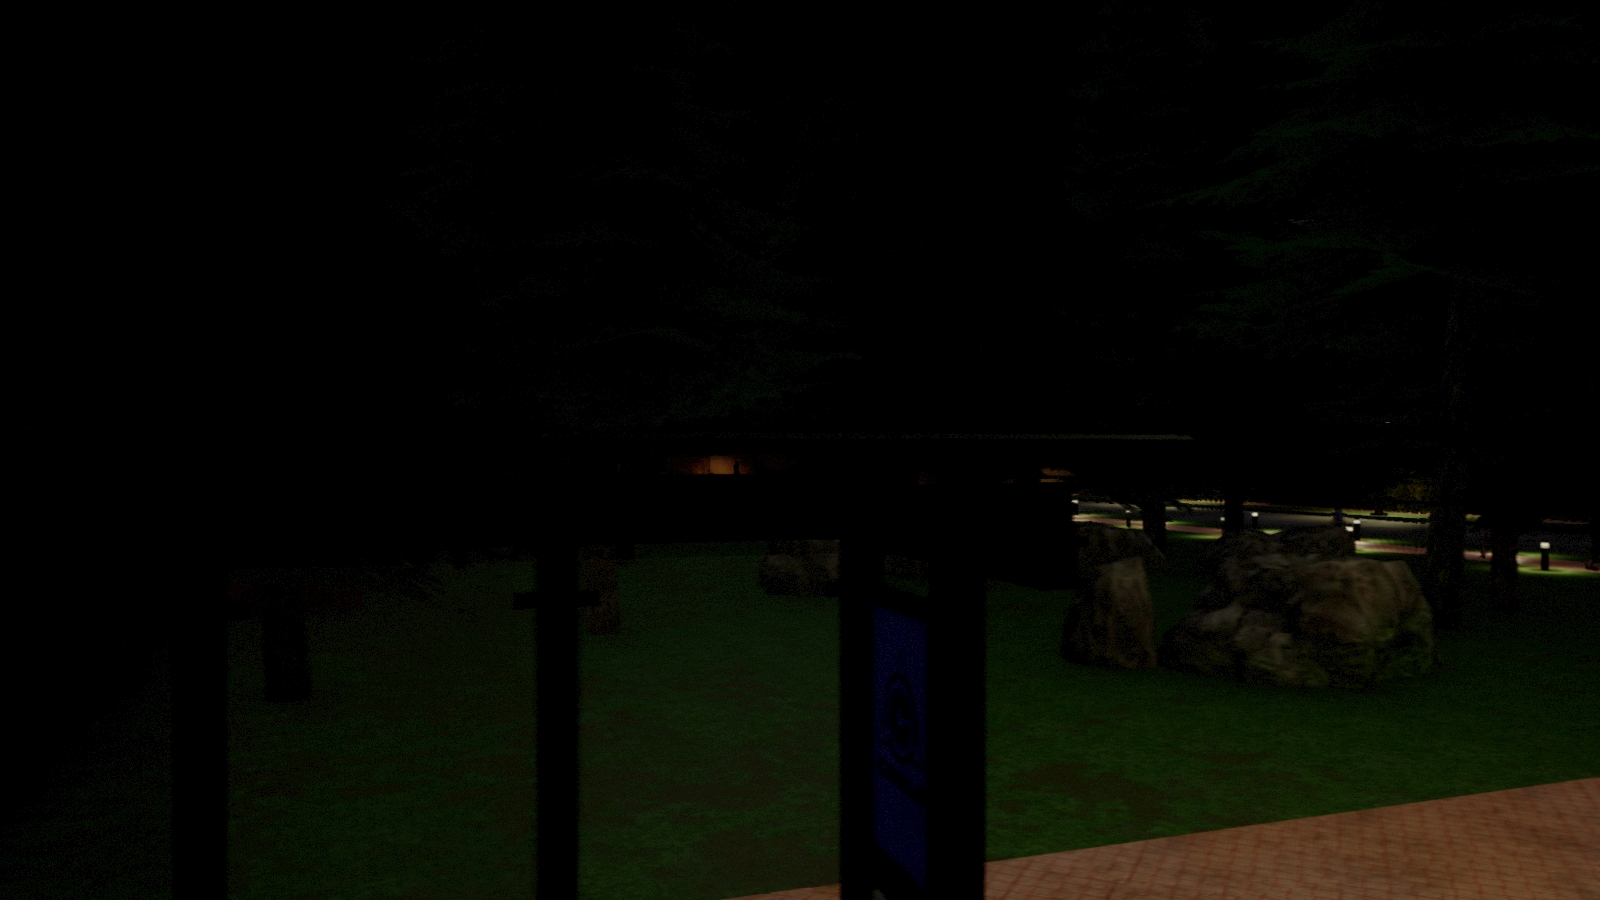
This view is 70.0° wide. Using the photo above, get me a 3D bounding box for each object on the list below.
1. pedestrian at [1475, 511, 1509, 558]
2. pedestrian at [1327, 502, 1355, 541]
[{"bbox_3d":[16.735,2.042,27.651,0.500,1.100,0.500,0,0,-20],"label":"pedestrian"},{"bbox_3d":[15.511,2.044,32.760,0.500,1.100,0.500,0,0,-23],"label":"pedestrian"}]
